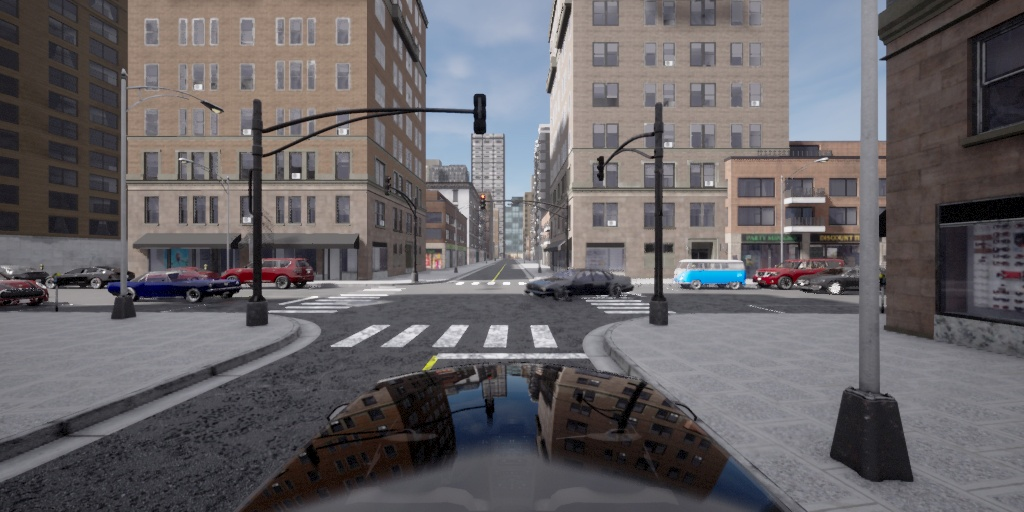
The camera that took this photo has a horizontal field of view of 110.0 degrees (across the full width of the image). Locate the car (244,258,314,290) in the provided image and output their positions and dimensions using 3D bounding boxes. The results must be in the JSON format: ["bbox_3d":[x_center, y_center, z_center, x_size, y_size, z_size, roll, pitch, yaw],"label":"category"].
[{"bbox_3d":[-14.909,1.059,22.098,5.009,1.841,2.192,0,0,0],"label":"car"}]

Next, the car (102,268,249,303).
[{"bbox_3d":[-15.000,1.346,16.155,4.718,1.301,1.895,0,0,3],"label":"car"}]

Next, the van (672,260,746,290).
[{"bbox_3d":[12.038,1.107,21.942,3.998,1.789,1.690,0,0,0],"label":"van"}]

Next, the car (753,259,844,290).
[{"bbox_3d":[17.634,1.086,21.910,5.009,1.841,2.192,0,0,0],"label":"car"}]

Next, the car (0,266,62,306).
[{"bbox_3d":[-20.457,1.180,13.604,4.097,1.591,1.967,0,0,0],"label":"car"}]

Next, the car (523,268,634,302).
[{"bbox_3d":[3.269,1.304,17.128,5.357,1.411,2.033,0,0,-25],"label":"car"}]

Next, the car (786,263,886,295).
[{"bbox_3d":[17.941,1.278,19.150,4.892,1.490,1.837,0,0,0],"label":"car"}]

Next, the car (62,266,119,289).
[{"bbox_3d":[-25.956,1.300,22.162,4.313,1.339,1.948,0,0,0],"label":"car"}]
